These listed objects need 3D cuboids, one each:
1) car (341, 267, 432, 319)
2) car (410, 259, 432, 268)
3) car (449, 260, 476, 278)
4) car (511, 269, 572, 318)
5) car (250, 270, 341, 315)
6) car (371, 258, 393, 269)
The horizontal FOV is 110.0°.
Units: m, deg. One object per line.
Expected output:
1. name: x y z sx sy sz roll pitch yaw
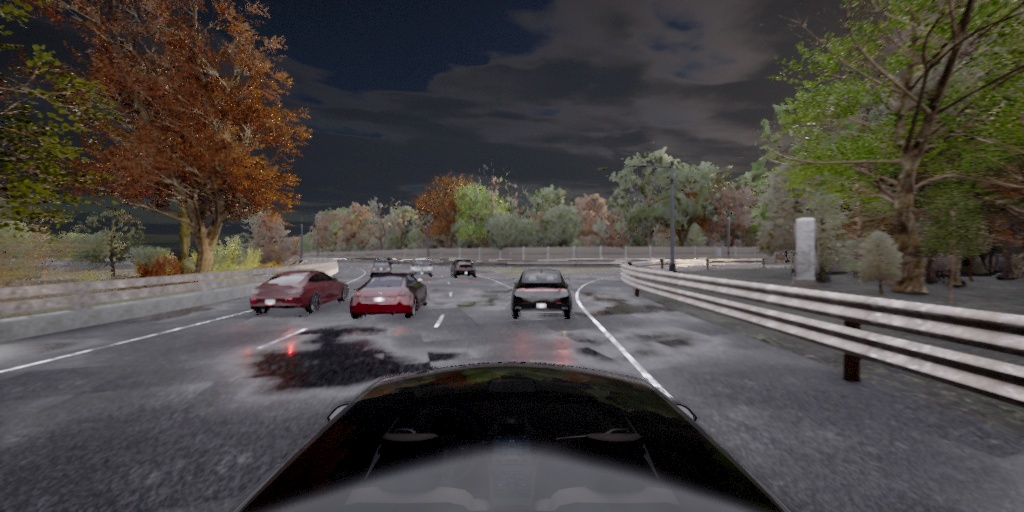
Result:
1. car: -4.220 1.277 12.829 1.994 1.385 4.181 0 0 -6
2. car: -8.719 1.230 34.091 1.895 1.301 4.718 0 0 -18
3. car: -4.401 1.128 31.815 1.837 1.490 4.892 0 0 -15
4. car: 1.037 1.186 12.616 2.128 1.511 4.902 0 0 5
5. car: -7.768 1.249 13.454 1.812 1.442 4.674 0 0 -6
6. car: -12.221 1.191 33.674 2.033 1.411 5.357 0 0 -18
